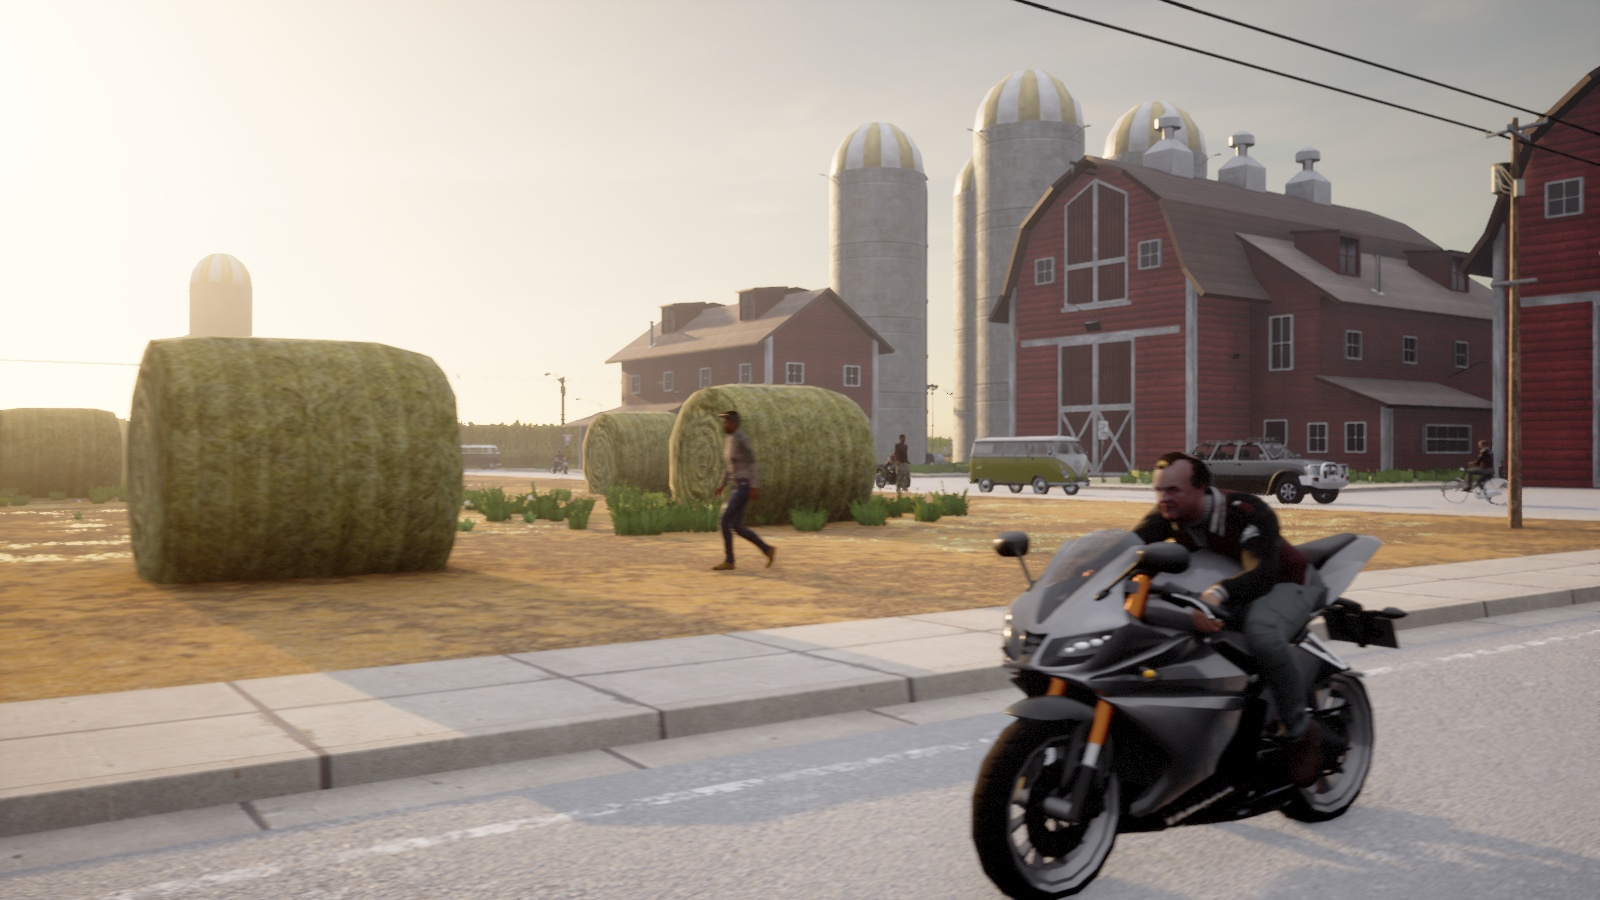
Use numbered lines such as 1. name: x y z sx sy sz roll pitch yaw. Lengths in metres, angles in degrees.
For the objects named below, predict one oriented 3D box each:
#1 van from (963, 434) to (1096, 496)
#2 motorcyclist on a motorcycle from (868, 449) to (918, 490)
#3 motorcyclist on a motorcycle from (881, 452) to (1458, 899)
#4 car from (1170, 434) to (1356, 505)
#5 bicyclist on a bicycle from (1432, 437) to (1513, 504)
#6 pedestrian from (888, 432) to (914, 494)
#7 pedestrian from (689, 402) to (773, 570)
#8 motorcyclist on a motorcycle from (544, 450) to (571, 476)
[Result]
1. van: 7.702 0.480 42.514 1.775 1.987 4.442 0 0 -36
2. motorcyclist on a motorcycle: 3.551 0.732 48.253 0.797 1.523 2.044 0 0 -36
3. motorcyclist on a motorcycle: 1.434 0.779 4.657 2.191 1.530 0.866 0 0 -35
4. car: 12.916 0.512 35.307 1.932 1.855 4.605 0 0 -36
5. bicyclist on a bicycle: 18.185 0.529 33.994 0.659 1.776 1.843 0 0 -36
6. pedestrian: 3.053 0.389 37.939 0.431 1.840 0.703 0 0 -31
7. pedestrian: -0.756 0.388 13.739 0.869 1.805 0.328 0 0 -15
8. motorcyclist on a motorcycle: -15.618 0.814 80.725 0.766 1.649 2.350 0 0 -36
